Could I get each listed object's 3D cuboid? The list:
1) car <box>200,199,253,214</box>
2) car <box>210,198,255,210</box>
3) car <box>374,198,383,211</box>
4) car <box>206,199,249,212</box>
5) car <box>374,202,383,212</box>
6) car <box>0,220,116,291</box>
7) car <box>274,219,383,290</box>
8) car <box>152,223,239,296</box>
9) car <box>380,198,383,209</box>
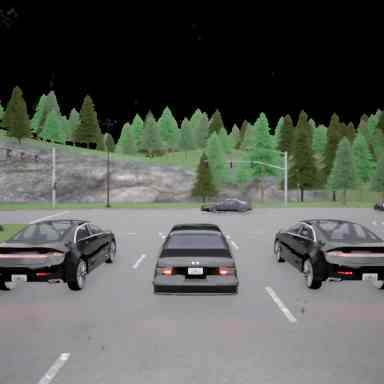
[{"bbox_3d":[3.638,1.547,35.238,5.357,1.411,2.033,0,0,-8],"label":"car"},{"bbox_3d":[5.086,1.547,42.464,5.357,1.411,2.033,0,0,-7],"label":"car"},{"bbox_3d":[25.035,1.491,40.159,4.902,1.511,2.128,0,0,0],"label":"car"},{"bbox_3d":[4.136,1.525,38.774,4.674,1.442,1.812,0,0,-7],"label":"car"},{"bbox_3d":[22.567,1.351,36.632,4.553,1.767,2.097,0,0,-1],"label":"car"},{"bbox_3d":[-3.401,1.491,9.007,2.128,1.511,4.902,0,0,0],"label":"car"},{"bbox_3d":[3.601,1.491,9.101,2.128,1.511,4.902,0,0,1],"label":"car"},{"bbox_3d":[0.099,1.547,8.826,2.033,1.411,5.357,0,0,1],"label":"car"},{"bbox_3d":[27.700,1.503,43.661,4.892,1.490,1.837,0,0,0],"label":"car"}]
